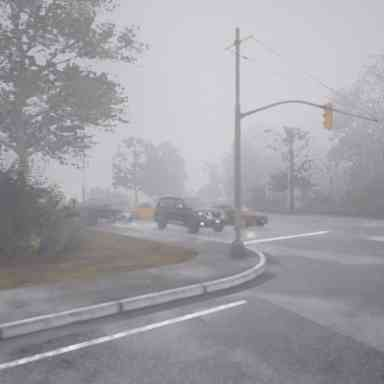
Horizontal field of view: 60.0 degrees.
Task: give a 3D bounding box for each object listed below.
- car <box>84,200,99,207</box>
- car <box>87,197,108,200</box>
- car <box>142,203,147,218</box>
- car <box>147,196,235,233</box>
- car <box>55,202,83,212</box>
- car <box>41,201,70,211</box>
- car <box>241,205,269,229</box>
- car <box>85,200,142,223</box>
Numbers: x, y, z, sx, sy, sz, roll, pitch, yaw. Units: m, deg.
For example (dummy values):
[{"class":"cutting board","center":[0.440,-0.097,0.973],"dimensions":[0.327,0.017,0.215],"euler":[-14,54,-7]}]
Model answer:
[{"class":"car","center":[-10.516,1.905,36.940],"dimensions":[4.902,1.511,2.128],"euler":[-2,-1,44]},{"class":"car","center":[-14.670,1.870,50.152],"dimensions":[5.566,2.045,2.150],"euler":[-2,-1,39]},{"class":"car","center":[-3.384,1.676,29.523],"dimensions":[1.882,1.535,5.008],"euler":[0,-1,-43]},{"class":"car","center":[-0.247,1.292,20.462],"dimensions":[2.150,2.045,5.566],"euler":[0,-1,-37]},{"class":"car","center":[-13.768,2.047,35.216],"dimensions":[4.718,1.301,1.895],"euler":[-2,-1,43]},{"class":"car","center":[-23.128,2.360,56.369],"dimensions":[4.902,1.511,2.128],"euler":[-1,-1,34]},{"class":"car","center":[2.791,1.534,22.201],"dimensions":[1.882,1.535,5.008],"euler":[0,-1,-39]},{"class":"car","center":[-6.703,1.718,27.975],"dimensions":[2.128,1.511,4.902],"euler":[0,-1,-42]}]
